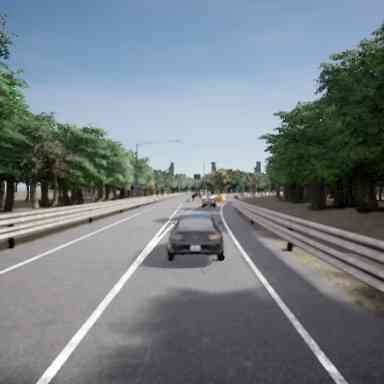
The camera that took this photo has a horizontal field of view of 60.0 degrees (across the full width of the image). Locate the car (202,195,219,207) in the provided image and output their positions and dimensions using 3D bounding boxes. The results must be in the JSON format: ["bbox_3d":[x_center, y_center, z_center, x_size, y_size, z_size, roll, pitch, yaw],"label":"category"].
[{"bbox_3d":[2.495,1.479,46.941,1.895,1.301,4.718,0,0,6],"label":"car"}]

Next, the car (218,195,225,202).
[{"bbox_3d":[6.306,1.322,73.690,1.882,1.535,5.008,0,0,10],"label":"car"}]

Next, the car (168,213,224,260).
[{"bbox_3d":[0.160,1.489,12.162,1.812,1.442,4.674,0,0,1],"label":"car"}]
